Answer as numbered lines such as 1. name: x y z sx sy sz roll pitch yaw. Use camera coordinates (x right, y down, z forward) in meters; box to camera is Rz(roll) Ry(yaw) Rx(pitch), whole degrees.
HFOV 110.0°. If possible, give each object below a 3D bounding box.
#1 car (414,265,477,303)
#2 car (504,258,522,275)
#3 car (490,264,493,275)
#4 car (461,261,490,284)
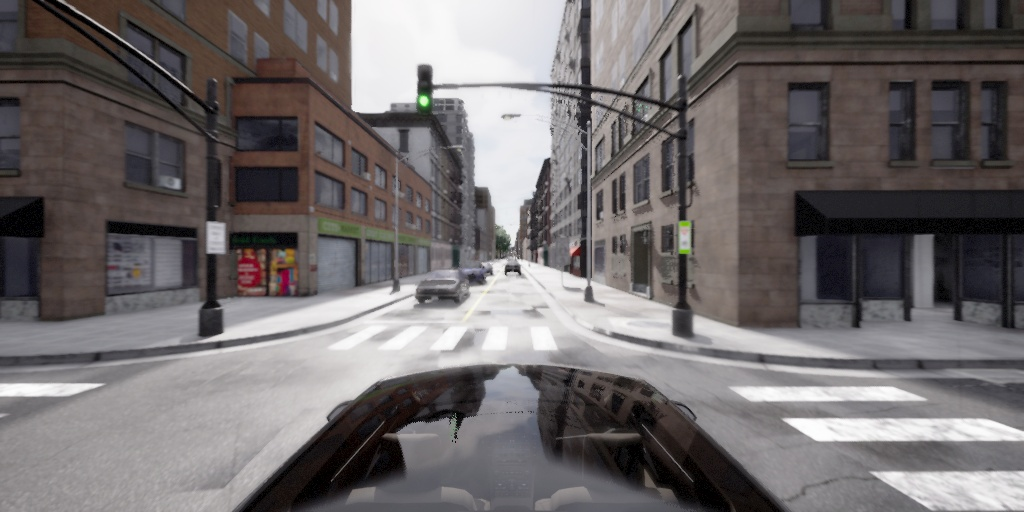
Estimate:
1. car: -3.100 1.331 17.106 2.033 1.411 5.357 0 0 0
2. car: 0.092 1.329 41.094 1.837 1.490 4.892 0 0 0
3. car: -3.085 1.386 39.598 1.994 1.385 4.181 0 0 0
4. car: -3.091 1.154 27.104 2.097 1.767 4.553 0 0 0
